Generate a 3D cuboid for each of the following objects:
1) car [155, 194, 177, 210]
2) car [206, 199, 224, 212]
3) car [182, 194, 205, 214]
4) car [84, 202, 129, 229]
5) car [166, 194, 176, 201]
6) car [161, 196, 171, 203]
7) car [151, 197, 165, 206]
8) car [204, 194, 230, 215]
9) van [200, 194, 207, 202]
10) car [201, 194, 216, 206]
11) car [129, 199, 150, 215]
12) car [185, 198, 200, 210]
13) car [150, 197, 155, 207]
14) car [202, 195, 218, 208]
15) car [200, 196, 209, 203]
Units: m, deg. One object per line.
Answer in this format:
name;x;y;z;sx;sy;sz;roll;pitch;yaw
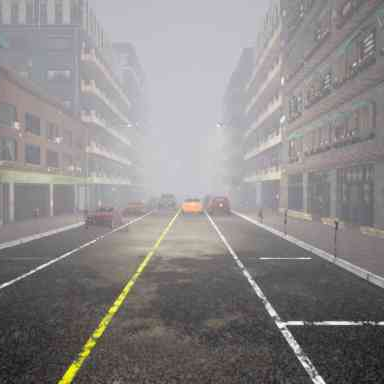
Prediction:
car;-3.093;1.233;42.566;2.150;2.045;5.566;0;0;0
car;2.686;1.534;39.140;1.752;1.417;4.829;-1;0;0
car;0.082;1.358;35.061;2.097;1.767;4.553;0;0;0
car;-5.697;1.544;21.921;1.887;1.381;4.507;-1;0;0
car;-5.689;1.377;90.138;2.192;1.841;5.009;-1;0;0
car;-5.688;1.605;73.083;1.947;1.339;4.313;-1;0;0
car;-5.691;1.566;56.030;1.887;1.381;4.507;-1;0;0
car;2.682;1.320;33.286;2.192;1.841;5.009;-1;0;0
van;2.690;1.387;78.764;1.690;1.788;3.998;-1;0;0
car;2.686;1.336;56.025;2.192;1.841;5.009;-1;0;0
car;-5.695;1.549;33.291;1.887;1.381;4.507;-1;0;0
car;0.083;1.560;45.321;2.033;1.411;5.357;0;0;0
car;-5.693;1.457;50.345;1.967;1.590;4.097;-1;0;0
car;2.685;1.332;50.340;2.192;1.841;5.009;-1;0;0
car;2.692;1.564;73.248;1.752;1.417;4.829;-1;0;0
